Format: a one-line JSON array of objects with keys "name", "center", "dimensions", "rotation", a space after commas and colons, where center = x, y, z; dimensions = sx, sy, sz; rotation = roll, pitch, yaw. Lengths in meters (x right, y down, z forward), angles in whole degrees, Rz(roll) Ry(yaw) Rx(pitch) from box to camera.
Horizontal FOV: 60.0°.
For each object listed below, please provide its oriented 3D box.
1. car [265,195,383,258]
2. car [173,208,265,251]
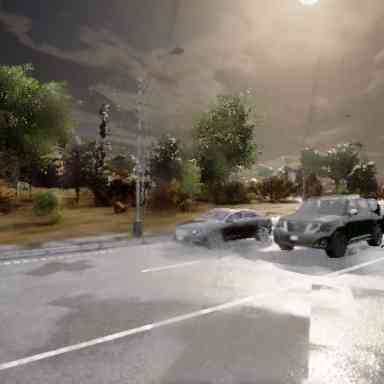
[{"name": "car", "center": [5.486, 1.152, 12.868], "dimensions": [5.566, 2.045, 2.150], "rotation": [-1, 1, -41]}, {"name": "car", "center": [1.435, 1.440, 14.095], "dimensions": [4.902, 1.511, 2.128], "rotation": [-1, 0, -40]}]
